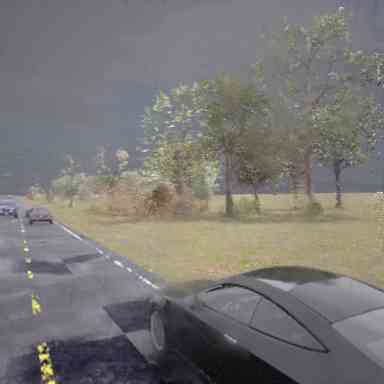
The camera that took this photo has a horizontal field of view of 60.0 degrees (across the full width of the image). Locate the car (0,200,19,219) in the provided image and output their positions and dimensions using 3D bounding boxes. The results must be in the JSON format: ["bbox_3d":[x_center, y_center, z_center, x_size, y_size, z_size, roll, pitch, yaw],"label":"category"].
[{"bbox_3d":[-20.931,1.959,37.661,2.150,2.045,5.566,0,-1,-28],"label":"car"}]

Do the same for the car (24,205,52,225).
[{"bbox_3d":[-13.717,2.137,30.010,2.033,1.411,5.357,0,-1,-28],"label":"car"}]

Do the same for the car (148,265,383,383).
[{"bbox_3d":[1.006,1.602,3.857,1.812,1.442,4.674,0,-1,-28],"label":"car"}]
